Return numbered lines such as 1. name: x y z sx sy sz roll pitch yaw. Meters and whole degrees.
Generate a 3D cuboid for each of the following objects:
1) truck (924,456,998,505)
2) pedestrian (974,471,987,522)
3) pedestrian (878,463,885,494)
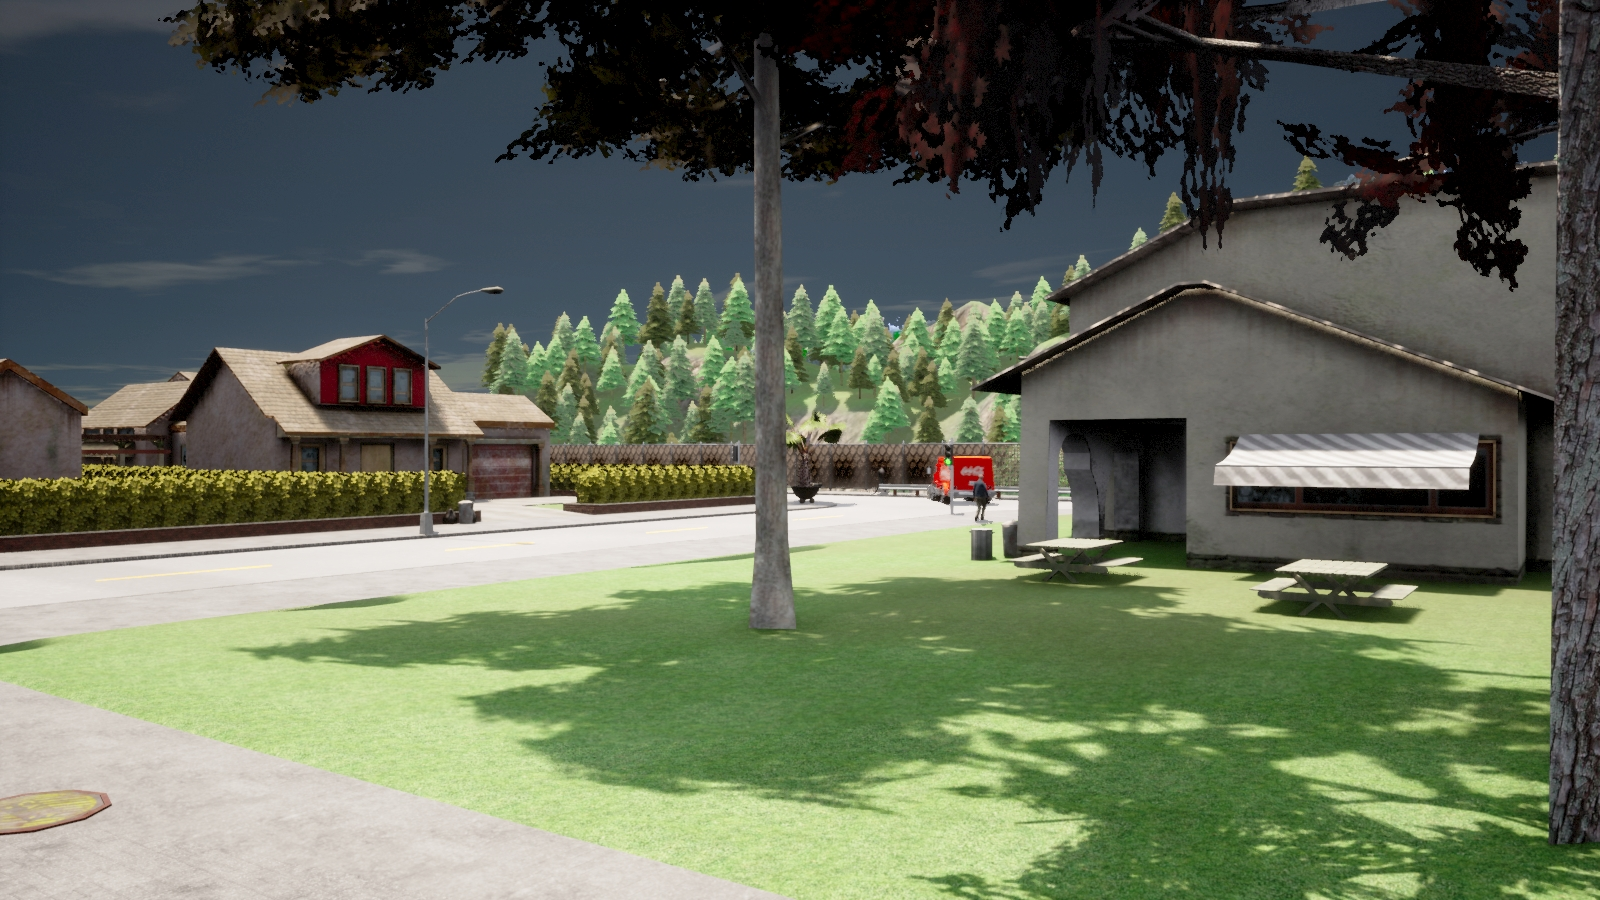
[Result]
1. truck: 8.480 1.566 60.745 2.627 2.467 5.204 0 0 -7
2. pedestrian: 6.752 1.737 42.781 0.375 1.860 0.375 0 0 35
3. pedestrian: 4.939 1.745 69.544 0.375 1.860 0.375 0 0 -2
